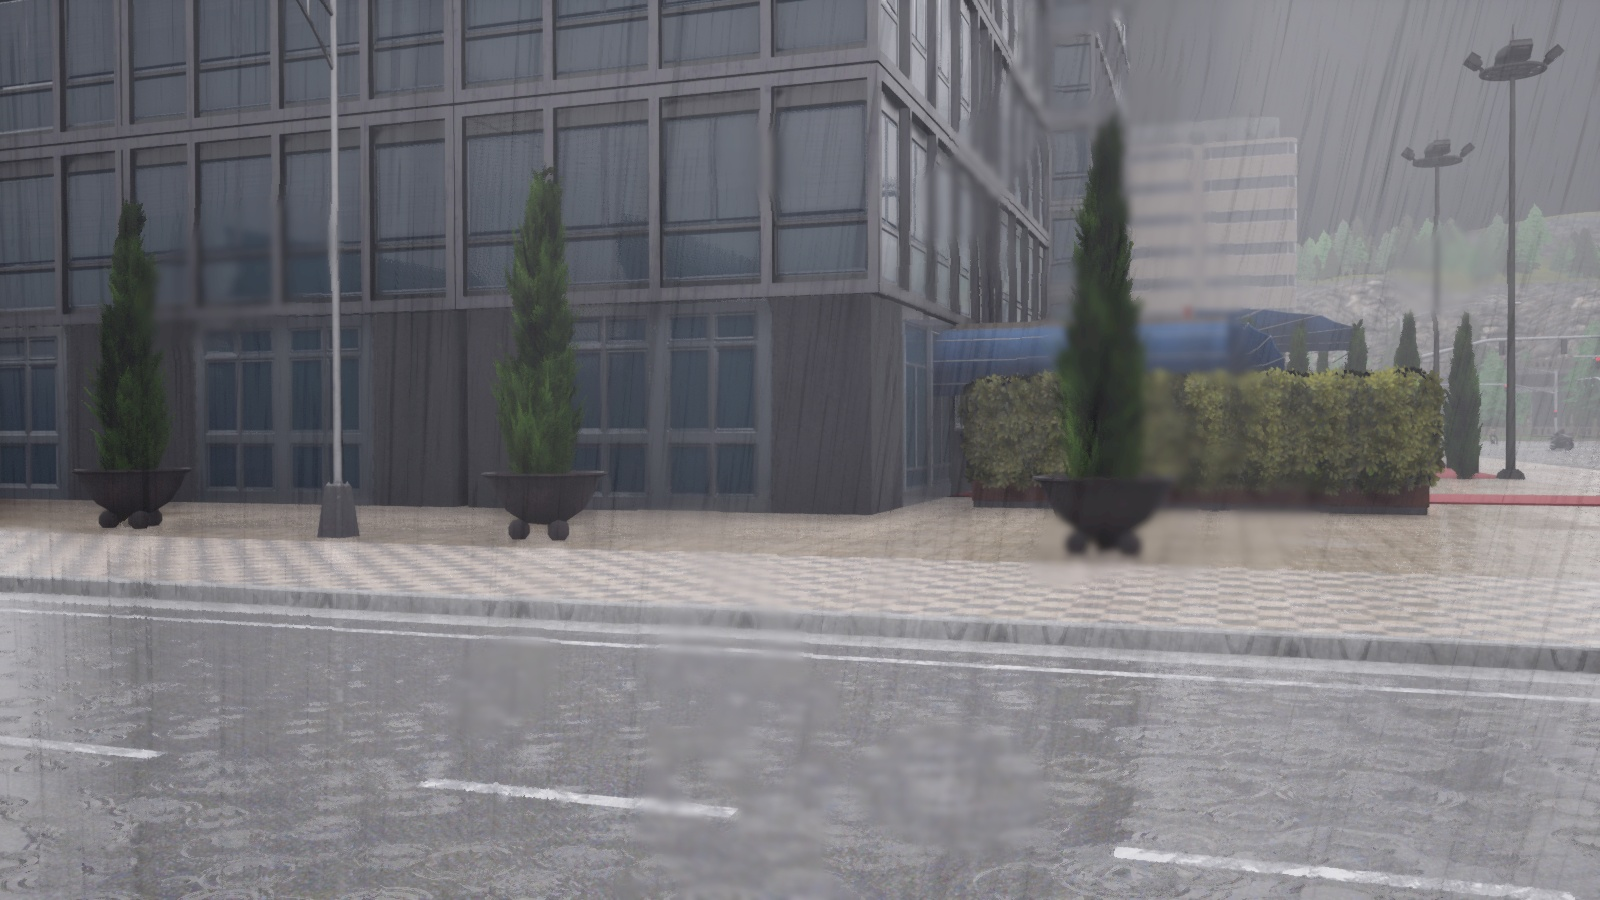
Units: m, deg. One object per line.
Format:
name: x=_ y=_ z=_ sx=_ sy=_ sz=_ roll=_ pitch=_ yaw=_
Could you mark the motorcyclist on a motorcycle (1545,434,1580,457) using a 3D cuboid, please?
motorcyclist on a motorcycle: x=51.512 y=-0.303 z=84.832 sx=0.866 sy=1.530 sz=2.191 roll=1 pitch=1 yaw=-6
